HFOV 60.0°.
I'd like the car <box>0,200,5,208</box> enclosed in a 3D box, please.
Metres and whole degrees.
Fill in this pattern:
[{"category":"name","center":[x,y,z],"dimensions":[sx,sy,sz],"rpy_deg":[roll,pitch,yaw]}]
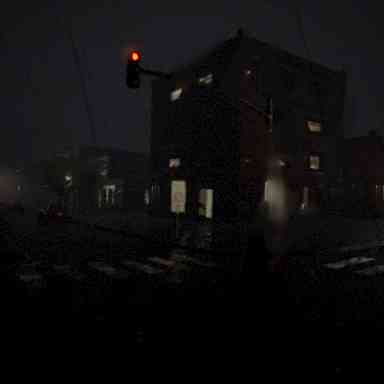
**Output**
[{"category":"car","center":[-34.494,2.161,60.271],"dimensions":[1.967,1.590,4.097],"rpy_deg":[1,-1,-35]}]

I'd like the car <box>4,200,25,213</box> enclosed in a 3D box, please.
[{"category":"car","center":[-24.077,2.086,45.500],"dimensions":[1.752,1.417,4.829],"rpy_deg":[1,-1,-35]}]

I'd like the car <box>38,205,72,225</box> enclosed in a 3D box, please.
[{"category":"car","center":[-11.385,1.809,27.465],"dimensions":[1.967,1.590,4.097],"rpy_deg":[1,-1,-35]}]

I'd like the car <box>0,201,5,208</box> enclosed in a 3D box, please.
[{"category":"car","center":[-37.666,2.353,64.802],"dimensions":[1.802,1.307,4.206],"rpy_deg":[1,-1,-35]}]
